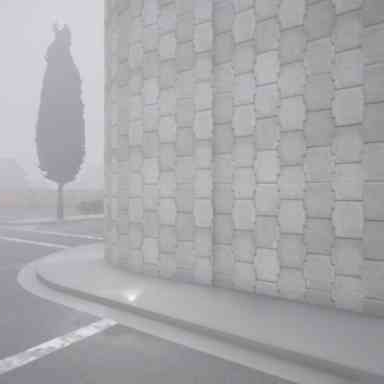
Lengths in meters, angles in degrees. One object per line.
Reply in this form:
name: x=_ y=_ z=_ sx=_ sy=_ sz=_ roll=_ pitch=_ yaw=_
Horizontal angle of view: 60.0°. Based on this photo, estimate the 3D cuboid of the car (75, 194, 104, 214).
car: x=-9.088 y=1.205 z=34.756 sx=2.150 sy=2.045 sz=5.566 roll=0 pitch=0 yaw=35

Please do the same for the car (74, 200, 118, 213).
car: x=-10.956 y=1.583 z=38.191 sx=1.895 sy=1.301 sz=4.718 roll=0 pitch=0 yaw=35
